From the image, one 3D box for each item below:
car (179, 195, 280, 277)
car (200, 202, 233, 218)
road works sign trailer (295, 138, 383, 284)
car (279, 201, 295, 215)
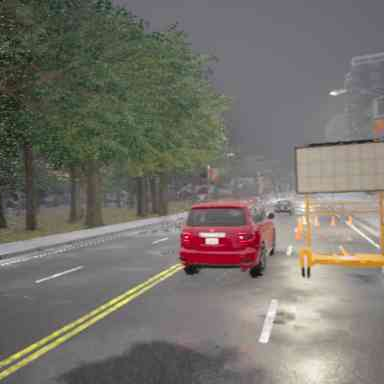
[{"bbox_3d":[1.373,1.291,10.700,2.150,2.045,5.566,-2,-1,19],"label":"car"},{"bbox_3d":[2.680,1.823,35.001,2.033,1.411,5.357,-2,-1,19],"label":"car"},{"bbox_3d":[4.137,0.417,9.142,2.380,3.560,2.880,-2,-1,19],"label":"road works sign trailer"},{"bbox_3d":[9.285,1.567,33.618,2.033,1.411,5.357,-2,-1,19],"label":"car"}]
